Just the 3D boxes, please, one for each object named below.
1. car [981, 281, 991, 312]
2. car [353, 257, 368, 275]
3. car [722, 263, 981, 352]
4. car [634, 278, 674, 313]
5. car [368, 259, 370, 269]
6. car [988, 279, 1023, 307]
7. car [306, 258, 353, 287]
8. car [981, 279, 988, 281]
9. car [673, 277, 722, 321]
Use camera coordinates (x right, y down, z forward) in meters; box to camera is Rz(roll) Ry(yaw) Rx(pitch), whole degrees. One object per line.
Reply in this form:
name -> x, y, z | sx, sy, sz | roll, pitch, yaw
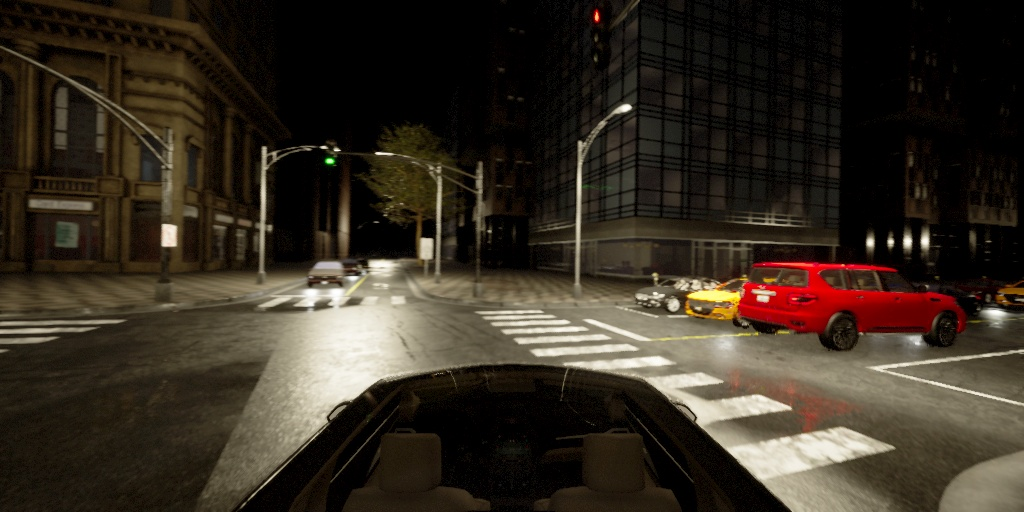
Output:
car -> 17.733, 1.810, 15.374 | 4.181, 1.385, 1.994 | 1, 0, -18
car -> -14.127, 0.878, 31.203 | 2.033, 1.411, 5.357 | 1, 0, -18
car -> 8.928, 1.233, 9.602 | 5.566, 2.045, 2.150 | 2, 0, -12
car -> 7.110, 1.527, 14.717 | 4.403, 1.370, 2.007 | 0, 0, -18
car -> -17.147, 0.762, 40.488 | 1.994, 1.385, 4.181 | 1, 0, -18
car -> 27.603, 1.962, 18.571 | 5.008, 1.535, 1.882 | 1, 0, -18
car -> -11.023, 1.004, 21.662 | 2.033, 1.411, 5.357 | 1, 0, -22
car -> 28.122, 2.045, 21.558 | 4.507, 1.381, 1.888 | 0, 0, -18
car -> 8.382, 1.482, 12.326 | 5.008, 1.535, 1.882 | 2, 0, -18
